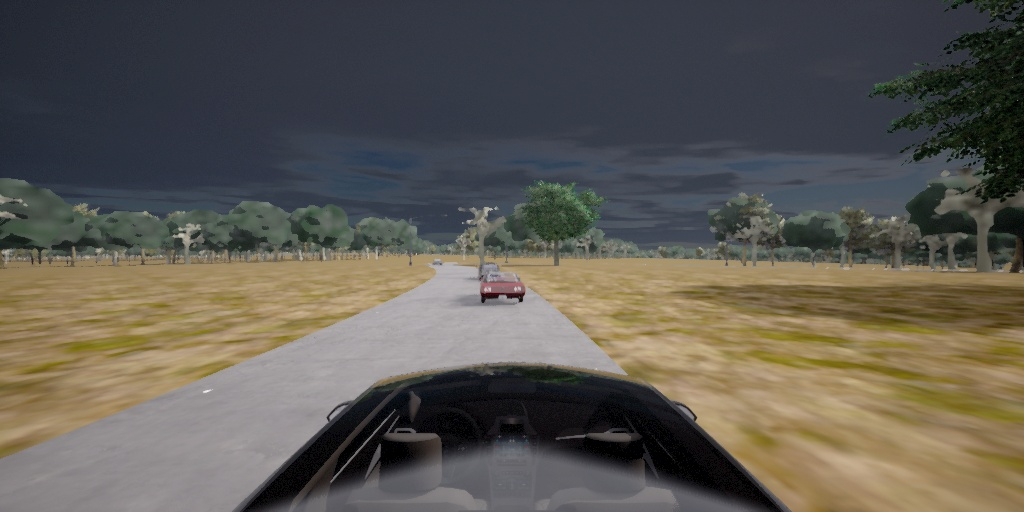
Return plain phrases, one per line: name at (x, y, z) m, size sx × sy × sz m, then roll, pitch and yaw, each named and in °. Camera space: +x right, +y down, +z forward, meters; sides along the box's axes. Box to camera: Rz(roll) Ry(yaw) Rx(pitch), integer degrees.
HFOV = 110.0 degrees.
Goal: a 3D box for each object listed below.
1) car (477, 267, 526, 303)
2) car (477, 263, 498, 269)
car at (-0.518, 1.370, 16.655) m, size 1.895 × 1.301 × 4.718 m, roll 0°, pitch 0°, yaw -4°
car at (-2.057, 1.322, 31.645) m, size 2.033 × 1.411 × 5.357 m, roll 0°, pitch 0°, yaw -8°
